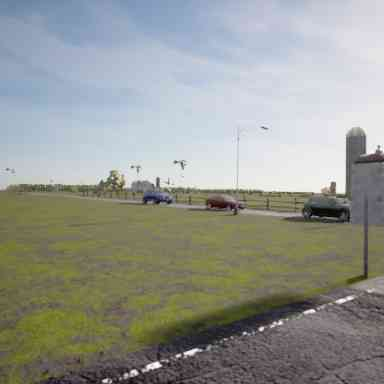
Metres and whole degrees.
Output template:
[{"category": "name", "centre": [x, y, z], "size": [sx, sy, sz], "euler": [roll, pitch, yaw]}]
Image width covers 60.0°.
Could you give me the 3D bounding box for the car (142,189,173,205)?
[{"category": "car", "centre": [-4.793, 0.649, 45.644], "size": [2.150, 2.045, 5.566], "euler": [1, 0, -36]}]

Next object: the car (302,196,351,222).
[{"category": "car", "centre": [10.508, 1.149, 24.568], "size": [2.097, 1.767, 4.553], "euler": [1, 0, -36]}]

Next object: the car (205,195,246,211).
[{"category": "car", "centre": [3.379, 1.100, 34.388], "size": [1.882, 1.535, 5.008], "euler": [1, 0, -36]}]
